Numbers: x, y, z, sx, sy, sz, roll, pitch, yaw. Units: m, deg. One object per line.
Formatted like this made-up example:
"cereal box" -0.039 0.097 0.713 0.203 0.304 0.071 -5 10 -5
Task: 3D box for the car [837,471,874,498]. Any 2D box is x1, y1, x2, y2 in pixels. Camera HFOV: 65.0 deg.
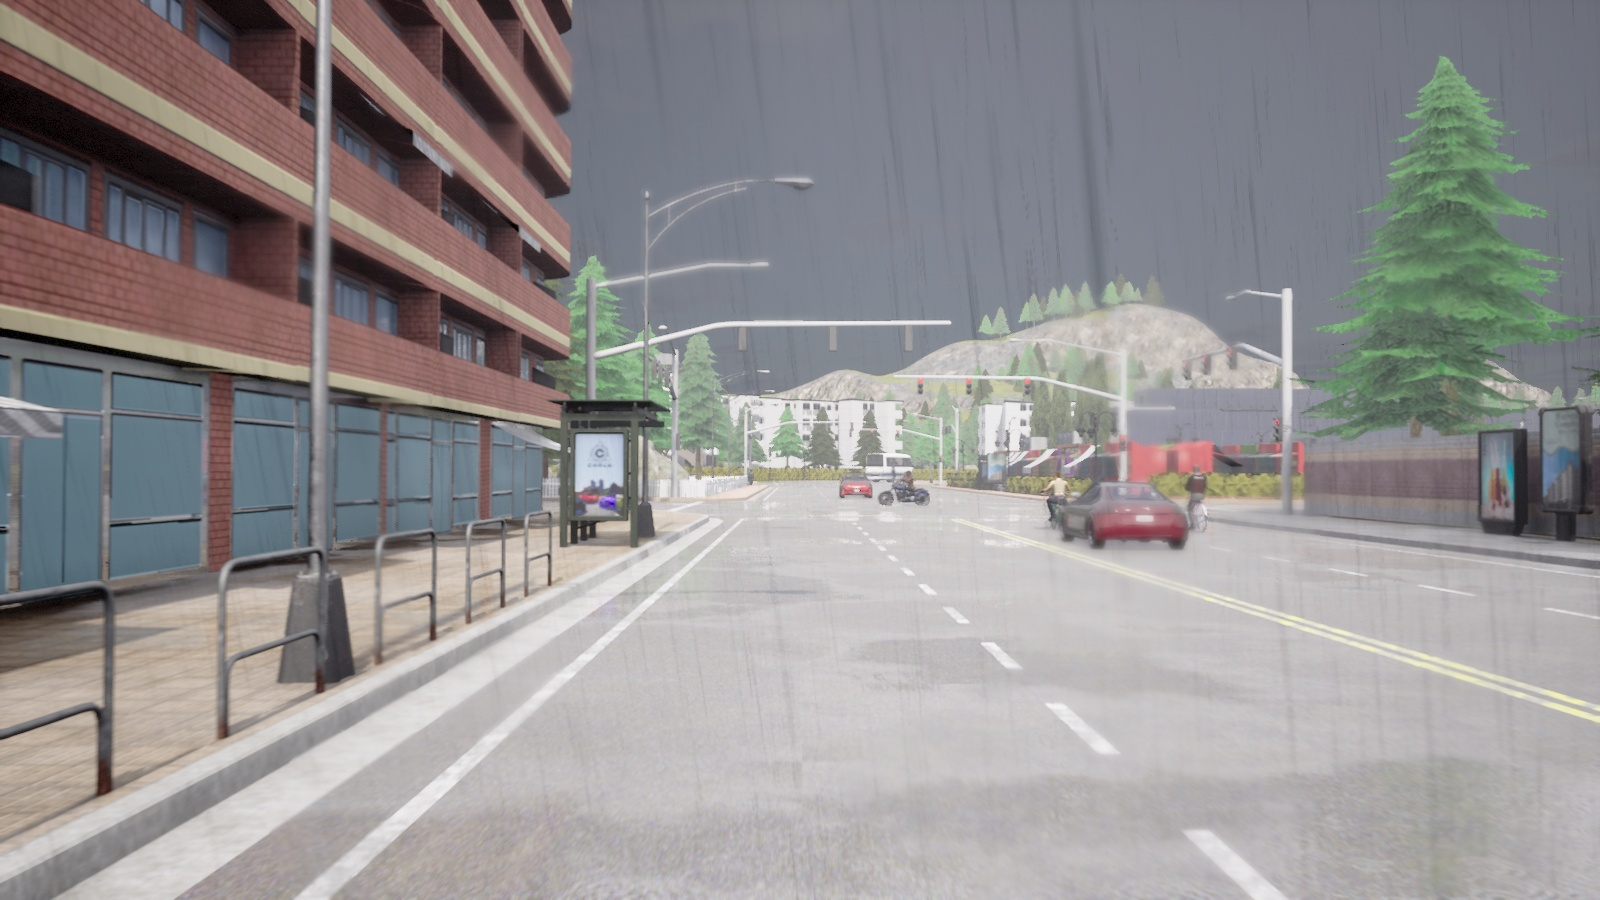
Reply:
"car" 3.309 2.046 75.172 2.007 1.525 4.514 0 -1 0

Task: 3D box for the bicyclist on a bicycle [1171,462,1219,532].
"bicyclist on a bicycle" 10.415 1.217 33.187 0.659 1.776 1.843 0 -1 0

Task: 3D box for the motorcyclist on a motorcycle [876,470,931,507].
"motorcyclist on a motorcycle" 4.633 1.710 56.333 2.350 1.649 0.766 0 -1 -1

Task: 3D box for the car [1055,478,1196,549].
"car" 6.929 1.321 27.198 1.994 1.385 4.181 0 -1 0

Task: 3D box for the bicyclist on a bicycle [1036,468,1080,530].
"bicyclist on a bicycle" 6.910 1.306 33.722 0.866 1.612 1.509 0 -1 0
